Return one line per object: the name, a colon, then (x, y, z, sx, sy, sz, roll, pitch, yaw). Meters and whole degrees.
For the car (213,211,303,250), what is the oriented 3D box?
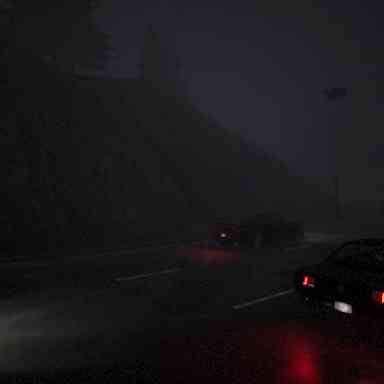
car: (3.163, 1.615, 15.199, 5.008, 1.535, 1.882, 0, 0, -41)

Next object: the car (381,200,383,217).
car: (20.151, 1.414, 32.682, 2.150, 2.045, 5.566, 0, 0, 39)

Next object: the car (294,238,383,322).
car: (4.263, 1.645, 6.959, 4.718, 1.301, 1.895, 0, -1, -39)
